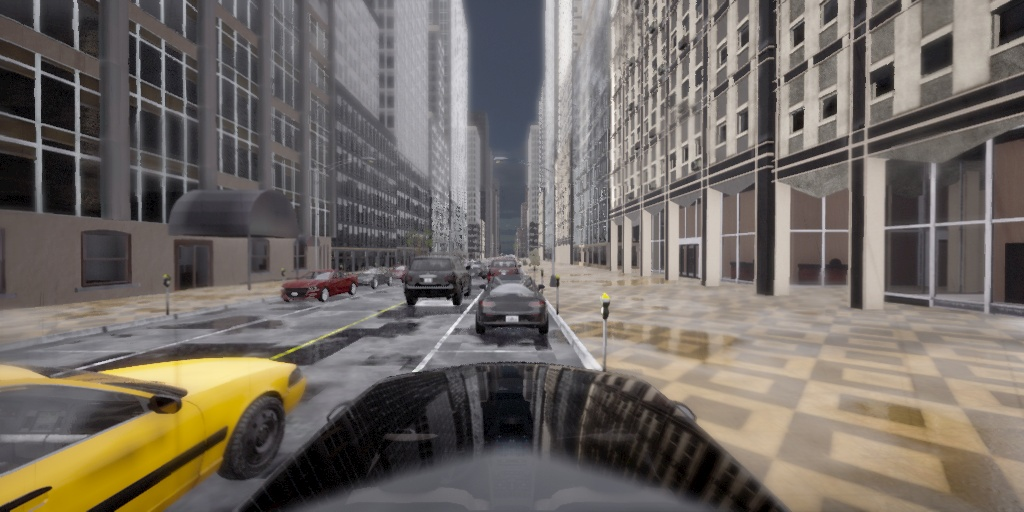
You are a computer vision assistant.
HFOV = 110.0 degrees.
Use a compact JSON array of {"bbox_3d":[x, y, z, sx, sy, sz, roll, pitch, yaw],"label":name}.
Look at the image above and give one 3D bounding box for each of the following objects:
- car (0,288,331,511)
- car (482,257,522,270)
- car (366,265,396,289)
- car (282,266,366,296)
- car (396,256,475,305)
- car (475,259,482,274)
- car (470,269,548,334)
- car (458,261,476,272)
[{"bbox_3d":[-3.146,1.206,1.693,1.801,1.575,5.366,0,0,0],"label":"car"},{"bbox_3d":[-0.457,1.060,22.523,2.192,1.841,5.009,0,0,0],"label":"car"},{"bbox_3d":[-8.838,1.296,22.523,2.007,1.370,4.403,0,0,0],"label":"car"},{"bbox_3d":[-8.837,1.292,16.839,1.888,1.381,4.507,0,0,0],"label":"car"},{"bbox_3d":[-3.146,1.006,16.126,2.150,2.045,5.566,0,0,0],"label":"car"},{"bbox_3d":[-3.146,1.278,31.098,1.812,1.442,4.674,0,0,0],"label":"car"},{"bbox_3d":[0.003,1.273,10.501,1.812,1.442,4.674,0,0,0],"label":"car"},{"bbox_3d":[-6.146,1.396,49.068,1.895,1.301,4.718,0,0,0],"label":"car"}]
